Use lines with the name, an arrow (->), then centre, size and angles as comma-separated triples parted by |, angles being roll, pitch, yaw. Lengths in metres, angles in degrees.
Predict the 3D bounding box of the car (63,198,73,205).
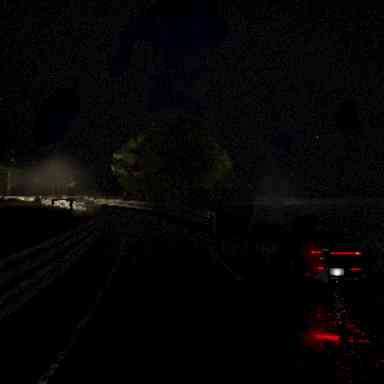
car -> -21.647, 1.825, 58.838 | 1.994, 1.385, 4.181 | 0, 0, -28

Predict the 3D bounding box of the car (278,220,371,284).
car -> 3.767, 1.600, 9.992 | 1.837, 1.490, 4.892 | -1, -1, 11

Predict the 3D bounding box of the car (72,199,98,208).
car -> -15.797, 1.847, 49.923 | 2.033, 1.411, 5.357 | 0, 0, -35
